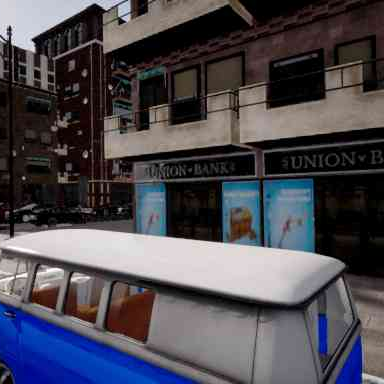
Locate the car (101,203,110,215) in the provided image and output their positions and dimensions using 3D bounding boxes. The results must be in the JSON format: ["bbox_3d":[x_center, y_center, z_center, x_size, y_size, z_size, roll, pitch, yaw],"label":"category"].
[{"bbox_3d":[-8.819,1.798,36.408,1.947,1.339,4.313,-2,-1,36],"label":"car"}]

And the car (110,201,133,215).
[{"bbox_3d":[-5.930,1.685,35.963,2.128,1.511,4.902,-1,-1,36],"label":"car"}]

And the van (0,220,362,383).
[{"bbox_3d":[-0.516,1.342,3.219,3.998,1.788,1.690,0,-1,35],"label":"van"}]

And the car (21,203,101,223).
[{"bbox_3d":[-8.690,1.583,22.357,1.947,1.339,4.313,-2,-1,36],"label":"car"}]

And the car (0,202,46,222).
[{"bbox_3d":[-12.484,1.635,26.981,1.837,1.490,4.892,-1,-1,36],"label":"car"}]
